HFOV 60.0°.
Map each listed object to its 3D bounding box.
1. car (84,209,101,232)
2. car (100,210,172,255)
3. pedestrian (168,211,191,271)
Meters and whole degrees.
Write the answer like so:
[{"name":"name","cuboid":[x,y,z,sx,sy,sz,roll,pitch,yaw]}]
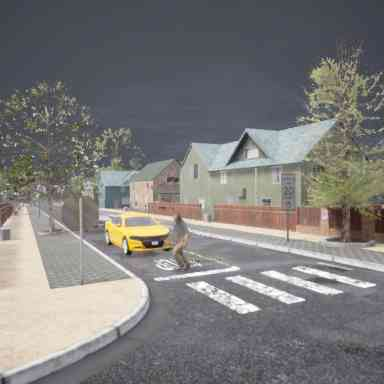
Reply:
[{"name":"car","cuboid":[-6.998,1.940,23.706,1.812,1.442,4.674,-1,-1,-27]},{"name":"car","cuboid":[-2.534,1.719,14.882,1.882,1.535,5.008,-1,-1,-27]},{"name":"pedestrian","cuboid":[-0.360,1.445,9.858,0.375,1.860,0.375,-2,1,-27]}]
